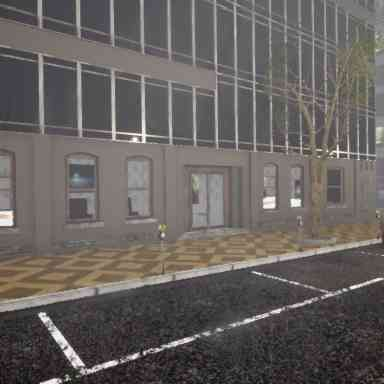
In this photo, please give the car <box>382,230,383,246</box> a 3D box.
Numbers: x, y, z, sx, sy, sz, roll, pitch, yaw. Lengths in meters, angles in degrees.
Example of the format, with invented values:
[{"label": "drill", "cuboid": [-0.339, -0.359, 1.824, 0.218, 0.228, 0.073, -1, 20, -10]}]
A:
[{"label": "car", "cuboid": [9.345, 1.436, 13.264, 4.097, 1.590, 1.967, 0, -1, -36]}]
